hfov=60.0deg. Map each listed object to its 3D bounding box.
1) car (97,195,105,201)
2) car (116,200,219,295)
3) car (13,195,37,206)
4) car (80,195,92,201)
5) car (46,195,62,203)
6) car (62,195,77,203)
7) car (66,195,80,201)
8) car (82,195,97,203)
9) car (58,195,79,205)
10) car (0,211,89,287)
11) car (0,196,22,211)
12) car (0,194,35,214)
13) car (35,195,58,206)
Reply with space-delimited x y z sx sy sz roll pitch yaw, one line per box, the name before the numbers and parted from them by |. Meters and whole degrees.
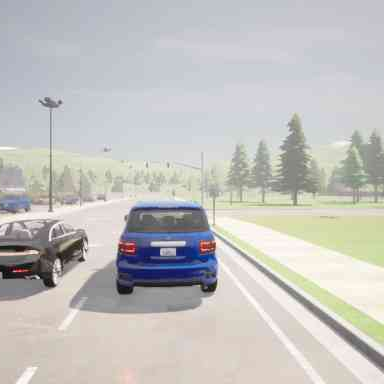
car | -23.838 1.453 87.605 1.882 1.535 5.008 0 0 -5
car | -0.680 1.223 8.957 2.150 2.045 5.566 0 0 -5
car | -28.211 1.356 56.261 2.097 1.767 4.553 0 0 -5
car | -27.182 1.503 85.657 1.837 1.490 4.892 0 0 -5
car | -29.449 1.504 71.257 1.837 1.490 4.892 0 0 -5
car | -25.877 1.504 70.576 1.837 1.490 4.892 0 0 -5
car | -30.734 1.520 86.108 2.128 1.511 4.902 0 0 -5
car | -22.512 1.528 72.289 1.812 1.442 4.674 0 0 -5
car | -21.298 1.495 57.490 2.128 1.511 4.902 0 0 -5
car | -4.213 1.492 9.203 2.128 1.511 4.902 0 0 -5
car | -23.468 1.353 41.755 2.097 1.767 4.553 0 0 -4
car | -18.970 1.224 35.191 2.150 2.045 5.566 0 0 -7
car | -24.667 1.355 55.792 2.097 1.767 4.553 0 0 -5
